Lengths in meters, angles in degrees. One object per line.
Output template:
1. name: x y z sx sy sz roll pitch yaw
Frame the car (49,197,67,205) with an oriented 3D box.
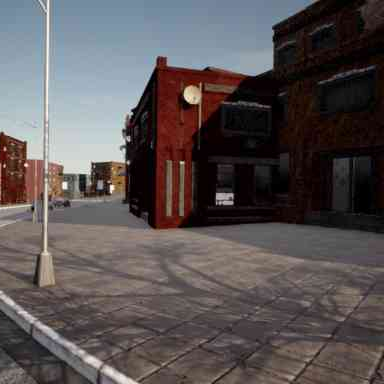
1. car: -26.606 1.724 66.244 2.033 1.411 5.357 1 0 -9

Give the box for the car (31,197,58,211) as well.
1. car: -19.127 1.683 42.751 1.994 1.385 4.181 1 0 -9

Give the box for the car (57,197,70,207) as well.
1. car: -20.976 1.694 53.691 1.812 1.442 4.674 1 0 -9
